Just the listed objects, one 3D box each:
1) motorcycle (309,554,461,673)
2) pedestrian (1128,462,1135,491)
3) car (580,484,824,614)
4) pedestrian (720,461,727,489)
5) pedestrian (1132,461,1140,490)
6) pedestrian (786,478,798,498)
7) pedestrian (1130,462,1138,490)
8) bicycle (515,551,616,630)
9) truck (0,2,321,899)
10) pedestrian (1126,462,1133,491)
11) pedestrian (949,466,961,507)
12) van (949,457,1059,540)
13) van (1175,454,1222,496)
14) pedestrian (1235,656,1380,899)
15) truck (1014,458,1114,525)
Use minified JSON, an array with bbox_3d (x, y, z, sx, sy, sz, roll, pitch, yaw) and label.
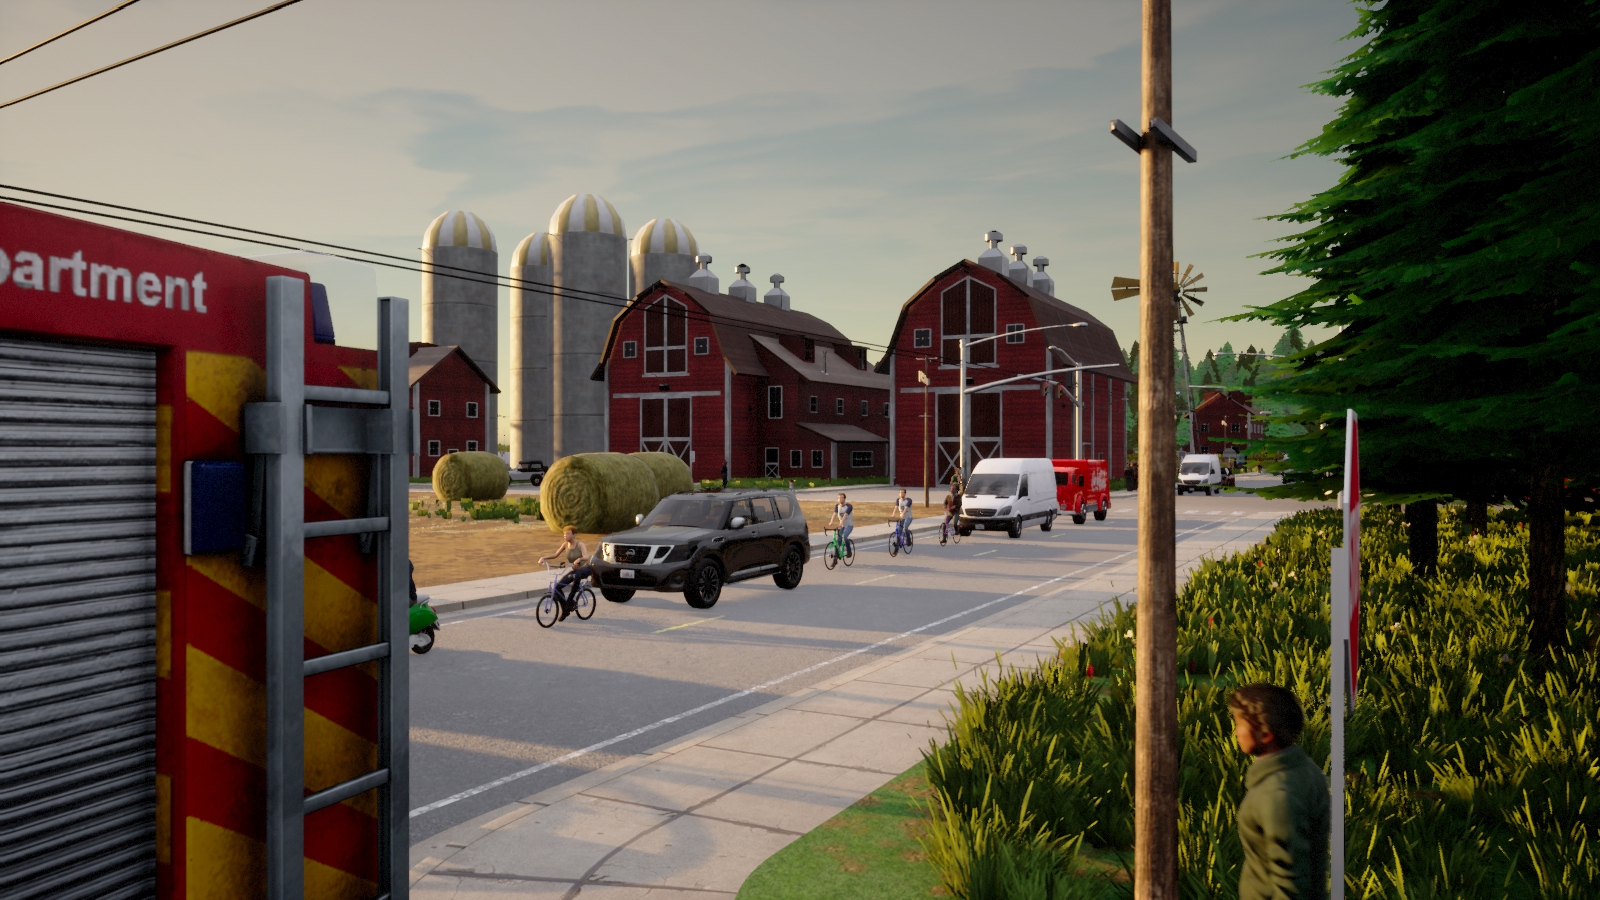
[{"bbox_3d":[-5.529,2.142,15.328,0.856,1.316,1.805,0,0,28],"label":"motorcycle"},{"bbox_3d":[21.464,1.696,74.049,0.375,1.860,0.375,0,0,23],"label":"pedestrian"},{"bbox_3d":[-1.719,1.780,22.444,2.150,2.045,5.566,0,0,27],"label":"car"},{"bbox_3d":[-5.139,1.669,76.774,0.375,1.860,0.375,0,0,32],"label":"pedestrian"},{"bbox_3d":[22.328,1.696,75.940,0.375,1.860,0.375,0,0,31],"label":"pedestrian"},{"bbox_3d":[-0.422,2.052,61.793,0.500,1.100,0.500,0,0,26],"label":"pedestrian"},{"bbox_3d":[21.840,1.695,74.676,0.375,1.860,0.375,0,0,36],"label":"pedestrian"},{"bbox_3d":[-3.791,2.256,18.598,0.859,1.080,1.487,0,0,28],"label":"bicycle"},{"bbox_3d":[-6.002,0.867,3.753,8.468,3.827,2.891,0,0,20],"label":"truck"},{"bbox_3d":[21.149,1.695,73.386,0.375,1.860,0.375,0,0,28],"label":"pedestrian"},{"bbox_3d":[7.169,1.674,52.830,0.375,1.860,0.375,0,0,-40],"label":"pedestrian"},{"bbox_3d":[7.076,1.535,38.957,1.988,2.561,5.915,0,0,28],"label":"van"},{"bbox_3d":[25.685,1.535,73.535,1.988,2.561,5.915,0,0,28],"label":"van"},{"bbox_3d":[1.698,1.663,3.814,0.375,1.860,0.375,0,0,35],"label":"pedestrian"},{"bbox_3d":[10.571,1.568,45.380,2.627,2.467,5.204,0,0,28],"label":"truck"}]
